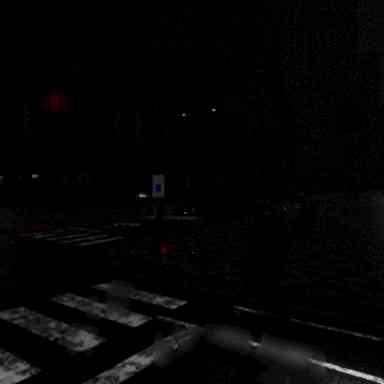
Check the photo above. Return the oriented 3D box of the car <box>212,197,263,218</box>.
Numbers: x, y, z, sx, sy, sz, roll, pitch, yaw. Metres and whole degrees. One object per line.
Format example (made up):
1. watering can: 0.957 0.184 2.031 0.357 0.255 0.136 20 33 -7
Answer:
1. car: 3.890 1.122 26.182 1.882 1.535 5.008 0 1 36

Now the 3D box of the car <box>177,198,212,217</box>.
1. car: 1.044 1.180 27.645 2.033 1.411 5.357 0 1 35

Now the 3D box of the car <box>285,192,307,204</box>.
1. car: 14.634 0.829 46.611 1.837 1.490 4.892 0 0 36
